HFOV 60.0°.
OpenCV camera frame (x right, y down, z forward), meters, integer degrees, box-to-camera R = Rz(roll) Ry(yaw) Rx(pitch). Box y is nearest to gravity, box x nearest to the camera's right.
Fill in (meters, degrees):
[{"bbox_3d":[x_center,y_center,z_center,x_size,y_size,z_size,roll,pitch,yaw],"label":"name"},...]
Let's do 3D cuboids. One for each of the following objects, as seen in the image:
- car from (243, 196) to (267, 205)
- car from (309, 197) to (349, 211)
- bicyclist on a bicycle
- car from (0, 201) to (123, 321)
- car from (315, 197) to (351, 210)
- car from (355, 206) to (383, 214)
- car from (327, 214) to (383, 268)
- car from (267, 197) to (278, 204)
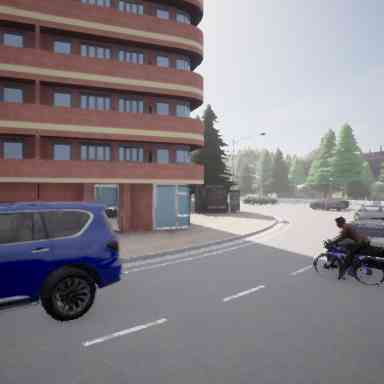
[{"bbox_3d":[10.765,1.505,58.969,1.837,1.490,4.892,0,0,-20],"label":"car"},{"bbox_3d":[16.564,1.547,40.957,2.033,1.411,5.357,0,0,-10],"label":"car"},{"bbox_3d":[3.836,1.453,8.214,1.656,1.620,0.582,0,0,41],"label":"bicyclist on a bicycle"},{"bbox_3d":[-3.949,1.219,5.697,5.566,2.045,2.150,0,0,-38],"label":"car"},{"bbox_3d":[19.003,1.478,45.038,1.882,1.535,5.008,0,0,-14],"label":"car"},{"bbox_3d":[11.539,1.564,21.083,1.994,1.385,4.181,0,0,20],"label":"car"},{"bbox_3d":[5.727,1.601,10.564,1.895,1.301,4.718,0,0,35],"label":"car"},{"bbox_3d":[13.576,1.547,61.250,2.033,1.411,5.357,0,0,-20],"label":"car"}]
